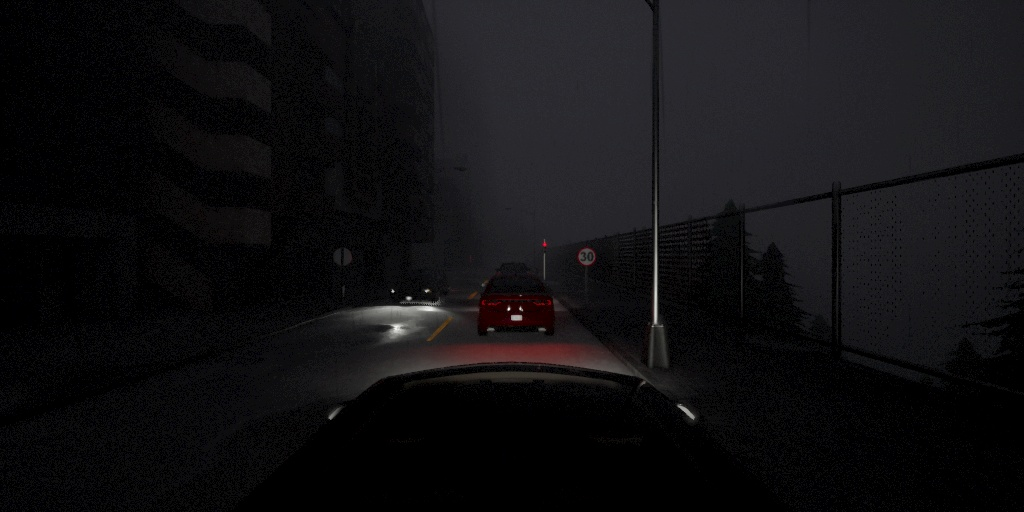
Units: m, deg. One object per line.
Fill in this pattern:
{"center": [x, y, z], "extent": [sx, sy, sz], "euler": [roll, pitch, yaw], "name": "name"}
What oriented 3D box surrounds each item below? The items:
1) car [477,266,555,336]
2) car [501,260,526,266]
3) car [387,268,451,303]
{"center": [0.094, 1.228, 10.482], "extent": [1.882, 1.535, 5.008], "euler": [0, 0, 0], "name": "car"}
{"center": [0.090, 1.102, 20.851], "extent": [2.097, 1.767, 4.553], "euler": [0, 0, 0], "name": "car"}
{"center": [-4.098, 1.297, 16.889], "extent": [2.033, 1.411, 5.357], "euler": [0, 0, 0], "name": "car"}
